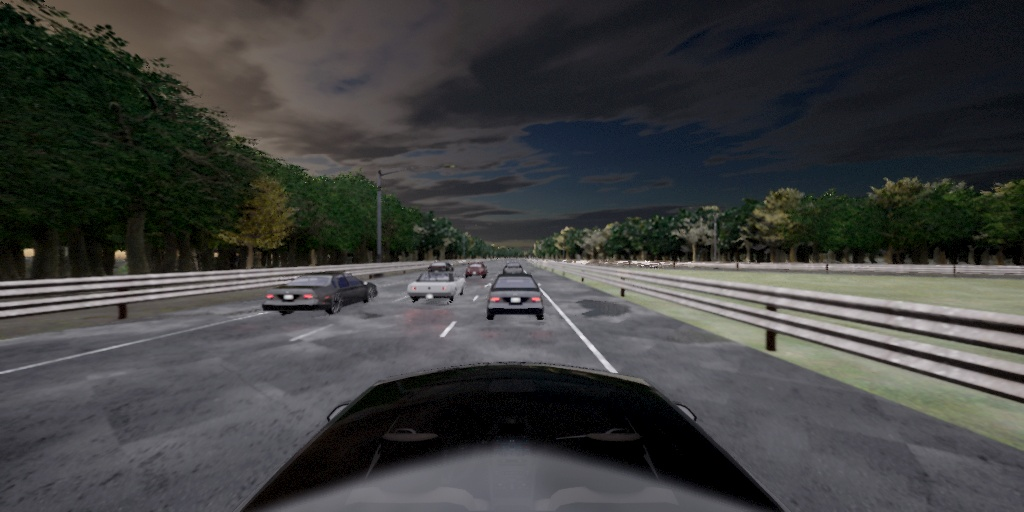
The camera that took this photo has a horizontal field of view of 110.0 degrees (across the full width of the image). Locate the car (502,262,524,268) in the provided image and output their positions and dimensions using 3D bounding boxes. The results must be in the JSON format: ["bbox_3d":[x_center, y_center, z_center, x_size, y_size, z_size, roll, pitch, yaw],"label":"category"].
[{"bbox_3d":[0.105,1.314,33.585,2.128,1.511,4.902,0,0,0],"label":"car"}]

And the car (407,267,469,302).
[{"bbox_3d":[-3.397,1.380,17.022,1.895,1.301,4.718,0,0,0],"label":"car"}]

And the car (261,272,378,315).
[{"bbox_3d":[-6.896,1.319,13.576,2.033,1.411,5.357,0,0,0],"label":"car"}]

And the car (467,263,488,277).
[{"bbox_3d":[-3.393,1.352,34.725,1.812,1.442,4.674,0,0,0],"label":"car"}]

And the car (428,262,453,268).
[{"bbox_3d":[-6.900,1.290,35.226,1.882,1.535,5.008,0,-1,0],"label":"car"}]

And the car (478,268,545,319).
[{"bbox_3d":[0.103,1.318,12.834,2.033,1.411,5.357,0,0,0],"label":"car"}]
